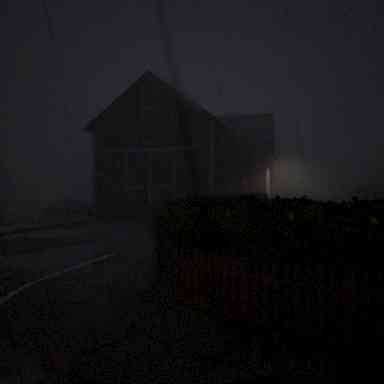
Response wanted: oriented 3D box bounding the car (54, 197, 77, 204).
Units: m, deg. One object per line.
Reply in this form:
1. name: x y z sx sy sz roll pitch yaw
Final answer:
1. car: -16.864 1.490 45.202 1.816 1.474 4.193 -6 -1 13
